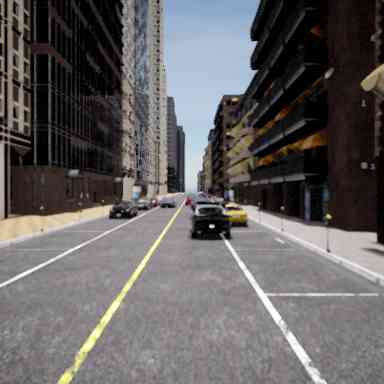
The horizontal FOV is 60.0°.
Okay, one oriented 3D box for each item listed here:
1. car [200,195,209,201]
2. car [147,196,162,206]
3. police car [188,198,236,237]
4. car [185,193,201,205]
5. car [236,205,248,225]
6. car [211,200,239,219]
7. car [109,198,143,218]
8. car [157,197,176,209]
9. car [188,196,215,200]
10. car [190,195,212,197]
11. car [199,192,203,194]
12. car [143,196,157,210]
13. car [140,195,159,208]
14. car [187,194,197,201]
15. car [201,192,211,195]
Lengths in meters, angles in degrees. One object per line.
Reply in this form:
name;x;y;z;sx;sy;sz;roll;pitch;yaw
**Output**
car;2.688;1.246;73.287;1.802;1.307;4.206;0;0;0
car;-5.691;1.286;50.522;1.752;1.417;4.829;0;0;0
police car;0.900;1.337;17.622;1.930;1.638;5.238;0;0;0
car;0.005;1.323;51.141;1.994;1.385;4.181;0;0;0
car;2.691;1.413;22.620;1.752;1.417;4.829;0;0;0
car;2.691;1.428;28.099;1.947;1.339;4.313;0;0;0
car;-5.690;1.427;28.098;1.947;1.339;4.313;0;0;0
car;-3.085;1.342;42.788;2.033;1.411;5.357;0;0;0
car;0.811;1.371;27.513;1.837;1.490;4.892;0;0;0
car;0.899;1.342;33.513;1.837;1.490;4.892;0;0;0
car;2.689;1.028;61.989;2.192;1.841;5.009;0;0;0
car;-5.690;1.360;39.395;2.008;1.369;4.403;0;0;0
car;-5.691;1.225;45.044;1.967;1.590;4.097;0;0;0
car;-0.001;1.137;69.487;1.994;1.385;4.181;0;0;0
car;2.689;1.201;50.692;1.967;1.590;4.097;0;0;0
